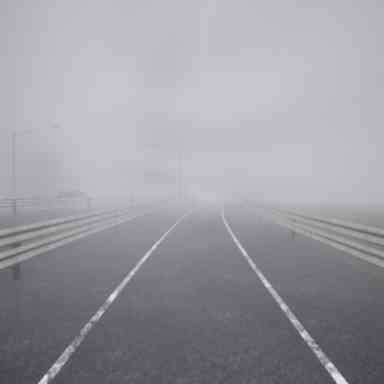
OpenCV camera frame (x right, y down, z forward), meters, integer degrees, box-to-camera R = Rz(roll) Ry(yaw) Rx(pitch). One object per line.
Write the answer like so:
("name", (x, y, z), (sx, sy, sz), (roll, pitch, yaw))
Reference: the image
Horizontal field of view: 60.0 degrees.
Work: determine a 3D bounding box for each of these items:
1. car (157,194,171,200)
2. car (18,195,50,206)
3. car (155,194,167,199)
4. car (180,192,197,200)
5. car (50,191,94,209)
("car", (-7.373, 1.278, 87.732), (1.837, 1.490, 4.892), (0, 0, 18))
("car", (-20.470, 1.182, 43.731), (1.882, 1.535, 5.008), (0, 0, 15))
("car", (-6.962, 1.356, 77.627), (1.895, 1.301, 4.718), (0, 0, 18))
("car", (-1.249, 0.992, 83.954), (2.150, 2.045, 5.566), (0, 0, 18))
("car", (-14.138, 0.908, 40.307), (2.150, 2.045, 5.566), (0, 0, 15))
